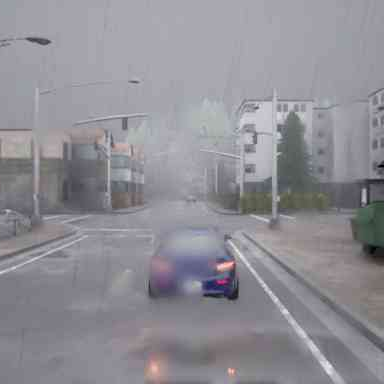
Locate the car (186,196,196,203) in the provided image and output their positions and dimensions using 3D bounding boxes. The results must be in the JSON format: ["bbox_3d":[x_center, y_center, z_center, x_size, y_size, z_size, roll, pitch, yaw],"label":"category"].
[{"bbox_3d":[-0.141,1.504,66.890,1.812,1.442,4.674,0,0,0],"label":"car"}]

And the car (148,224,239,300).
[{"bbox_3d":[0.040,1.523,8.248,1.812,1.442,4.674,0,0,0],"label":"car"}]
